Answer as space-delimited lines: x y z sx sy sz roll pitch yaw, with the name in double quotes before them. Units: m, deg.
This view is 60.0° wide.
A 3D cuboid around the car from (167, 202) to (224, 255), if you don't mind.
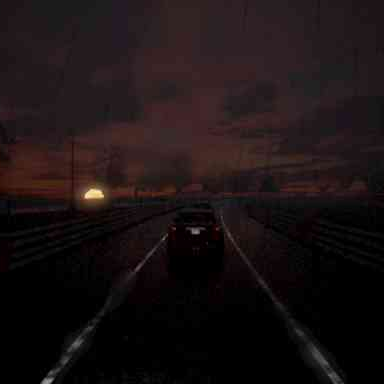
"car" 0.190 1.482 14.014 2.097 1.767 4.553 0 -1 2
